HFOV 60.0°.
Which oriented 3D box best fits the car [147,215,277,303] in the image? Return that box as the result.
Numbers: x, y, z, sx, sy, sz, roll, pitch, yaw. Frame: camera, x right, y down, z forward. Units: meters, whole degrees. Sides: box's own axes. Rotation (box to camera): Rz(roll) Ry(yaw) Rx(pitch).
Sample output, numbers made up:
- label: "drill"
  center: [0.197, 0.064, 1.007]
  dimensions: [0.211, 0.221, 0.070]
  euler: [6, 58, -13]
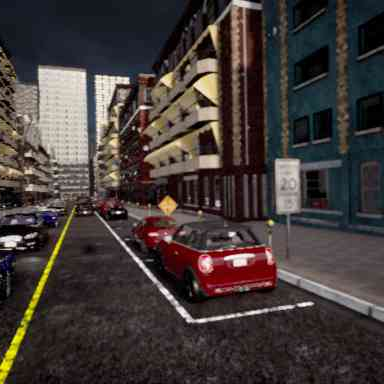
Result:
- label: "car"
  center: [0.334, 1.427, 8.400]
  dimensions: [1.967, 1.590, 4.097]
  euler: [-2, 0, -19]

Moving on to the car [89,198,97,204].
- label: "car"
  center: [-24.434, 2.144, 82.208]
  dimensions: [1.752, 1.417, 4.829]
  euler: [-2, 0, -19]

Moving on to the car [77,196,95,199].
- label: "car"
  center: [-15.063, 1.610, 46.244]
  dimensions: [2.150, 2.045, 5.566]
  euler: [-2, 0, -18]

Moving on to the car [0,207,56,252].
- label: "car"
  center: [-7.441, 1.687, 14.568]
  dimensions: [2.128, 1.511, 4.902]
  euler: [-2, 0, -18]

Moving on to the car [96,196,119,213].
- label: "car"
  center: [-8.503, 1.530, 34.700]
  dimensions: [2.192, 1.841, 5.009]
  euler: [-2, 0, -19]

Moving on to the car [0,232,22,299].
- label: "car"
  center: [-4.498, 1.721, 5.828]
  dimensions: [1.895, 1.301, 4.718]
  euler: [-2, 0, -19]

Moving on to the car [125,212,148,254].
- label: "car"
  center: [-1.429, 1.615, 13.660]
  dimensions: [1.802, 1.307, 4.206]
  euler: [-2, 0, -19]

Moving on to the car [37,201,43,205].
- label: "car"
  center: [-21.254, 1.994, 47.955]
  dimensions: [1.967, 1.590, 4.097]
  euler: [-2, 0, -19]

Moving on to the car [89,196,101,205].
- label: "car"
  center: [-20.858, 1.843, 71.524]
  dimensions: [2.192, 1.841, 5.009]
  euler: [-2, 0, -19]

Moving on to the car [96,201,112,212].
- label: "car"
  center: [-12.023, 1.887, 45.222]
  dimensions: [1.802, 1.307, 4.206]
  euler: [-2, 0, -19]

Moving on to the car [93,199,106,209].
- label: "car"
  center: [-15.553, 1.961, 55.743]
  dimensions: [1.947, 1.339, 4.313]
  euler: [-2, 0, -19]

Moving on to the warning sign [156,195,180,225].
- label: "warning sign"
  center: [-1.546, 1.148, 21.492]
  dimensions: [1.300, 1.860, 1.060]
  euler: [-1, 0, -19]

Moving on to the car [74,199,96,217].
- label: "car"
  center: [-11.509, 1.801, 35.796]
  dimensions: [1.837, 1.490, 4.892]
  euler: [-2, 0, -18]

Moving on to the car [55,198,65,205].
- label: "car"
  center: [-33.609, 2.305, 84.780]
  dimensions: [1.967, 1.590, 4.097]
  euler: [-2, 0, -19]

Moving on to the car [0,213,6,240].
- label: "car"
  center: [-10.659, 1.864, 16.391]
  dimensions: [1.802, 1.307, 4.206]
  euler: [-2, 0, -19]

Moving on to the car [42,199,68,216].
- label: "car"
  center: [-14.844, 1.879, 36.835]
  dimensions: [2.128, 1.511, 4.902]
  euler: [-2, 0, -18]

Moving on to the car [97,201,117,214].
- label: "car"
  center: [-10.259, 1.811, 39.961]
  dimensions: [2.008, 1.369, 4.403]
  euler: [-2, 0, -19]

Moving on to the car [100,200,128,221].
- label: "car"
  center: [-6.729, 1.735, 29.440]
  dimensions: [1.947, 1.339, 4.313]
  euler: [-2, 0, -19]

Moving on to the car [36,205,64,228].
- label: "car"
  center: [-10.688, 1.880, 24.268]
  dimensions: [1.895, 1.301, 4.718]
  euler: [-2, 0, -18]
